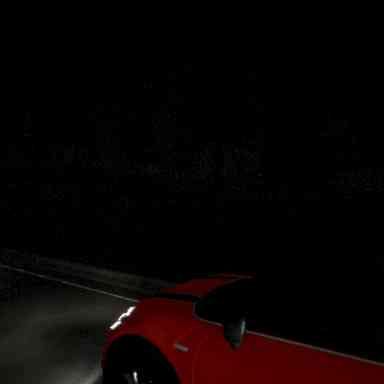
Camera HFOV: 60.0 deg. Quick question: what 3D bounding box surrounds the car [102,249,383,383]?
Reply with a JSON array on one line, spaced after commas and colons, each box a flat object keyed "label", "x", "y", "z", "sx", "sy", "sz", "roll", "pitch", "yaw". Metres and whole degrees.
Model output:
[{"label": "car", "x": 1.251, "y": 1.353, "z": 3.101, "sx": 4.553, "sy": 1.767, "sz": 2.097, "roll": 0, "pitch": 0, "yaw": 36}]
